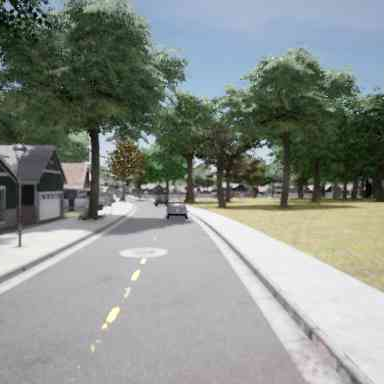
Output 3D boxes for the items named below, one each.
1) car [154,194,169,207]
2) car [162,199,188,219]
[{"bbox_3d":[-5.141,1.393,56.363,2.150,2.045,5.566,0,0,-10],"label":"car"},{"bbox_3d":[-1.411,1.579,29.744,2.033,1.411,5.357,0,0,-5],"label":"car"}]
